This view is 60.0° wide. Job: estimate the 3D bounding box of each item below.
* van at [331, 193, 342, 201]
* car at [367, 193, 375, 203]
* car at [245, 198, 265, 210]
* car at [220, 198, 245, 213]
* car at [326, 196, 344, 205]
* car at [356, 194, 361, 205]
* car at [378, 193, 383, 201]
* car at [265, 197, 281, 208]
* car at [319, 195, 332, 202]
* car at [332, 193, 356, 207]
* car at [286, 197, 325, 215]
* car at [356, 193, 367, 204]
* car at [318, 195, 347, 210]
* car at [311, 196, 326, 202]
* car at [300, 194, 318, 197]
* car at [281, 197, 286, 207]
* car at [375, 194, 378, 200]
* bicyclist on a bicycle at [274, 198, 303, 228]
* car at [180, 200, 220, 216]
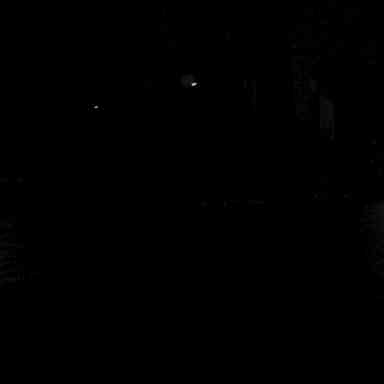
[{"bbox_3d":[35.872,1.186,82.713,1.690,1.788,3.998,-1,0,35],"label":"van"},{"bbox_3d":[33.244,1.100,63.943,2.192,1.841,5.009,0,0,35],"label":"car"},{"bbox_3d":[6.978,1.494,40.985,1.802,1.307,4.206,0,0,35],"label":"car"},{"bbox_3d":[3.766,1.366,36.348,1.967,1.590,4.097,0,0,35],"label":"car"},{"bbox_3d":[23.194,1.354,53.943,1.812,1.442,4.674,-1,0,35],"label":"car"},{"bbox_3d":[23.614,1.378,50.034,1.947,1.339,4.313,0,0,35],"label":"car"},{"bbox_3d":[42.875,1.359,77.848,1.802,1.307,4.206,-1,0,35],"label":"car"},{"bbox_3d":[10.092,1.426,45.481,1.752,1.417,4.829,0,0,35],"label":"car"},{"bbox_3d":[29.453,1.427,73.439,1.802,1.307,4.206,0,0,35],"label":"car"},{"bbox_3d":[20.403,1.137,45.400,2.192,1.841,5.009,0,0,35],"label":"car"},{"bbox_3d":[10.773,1.424,31.491,1.947,1.339,4.313,0,0,35],"label":"car"},{"bbox_3d":[26.823,1.118,54.671,2.192,1.841,5.009,0,0,35],"label":"car"},{"bbox_3d":[17.193,1.377,40.763,1.887,1.381,4.507,0,0,35],"label":"car"},{"bbox_3d":[26.243,1.418,68.804,1.947,1.339,4.313,0,0,35],"label":"car"},{"bbox_3d":[15.510,1.344,42.845,2.128,1.511,4.902,-1,0,35],"label":"car"},{"bbox_3d":[13.399,1.455,50.258,1.947,1.339,4.313,0,0,35],"label":"car"},{"bbox_3d":[36.552,1.303,68.717,1.752,1.417,4.829,-1,0,35],"label":"car"},{"bbox_3d":[5.304,1.177,18.392,1.656,1.620,0.582,-1,0,35],"label":"bicyclist on a bicycle"},{"bbox_3d":[0.557,1.524,31.713,1.802,1.307,4.206,0,0,35],"label":"car"}]
